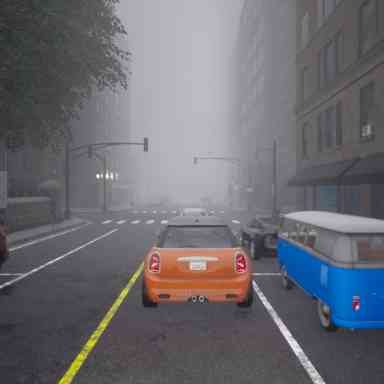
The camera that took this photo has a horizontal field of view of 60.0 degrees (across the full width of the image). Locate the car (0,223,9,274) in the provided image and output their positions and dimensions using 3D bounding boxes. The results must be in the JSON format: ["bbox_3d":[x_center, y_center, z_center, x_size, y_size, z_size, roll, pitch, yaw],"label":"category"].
[{"bbox_3d":[-5.669,1.314,6.519,2.192,1.841,5.009,0,0,0],"label":"car"}]

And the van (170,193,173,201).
[{"bbox_3d":[-5.671,1.311,72.011,1.690,1.788,3.998,0,0,0],"label":"van"}]

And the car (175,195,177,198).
[{"bbox_3d":[-5.672,1.289,82.913,2.192,1.841,5.009,0,0,0],"label":"car"}]

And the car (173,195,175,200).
[{"bbox_3d":[-5.671,1.522,77.462,2.008,1.369,4.403,0,0,0],"label":"car"}]

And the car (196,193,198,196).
[{"bbox_3d":[2.853,1.506,94.009,1.752,1.417,4.829,0,0,0],"label":"car"}]

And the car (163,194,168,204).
[{"bbox_3d":[-5.670,1.521,55.658,2.008,1.369,4.403,0,0,0],"label":"car"}]

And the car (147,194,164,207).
[{"bbox_3d":[-5.670,1.497,50.038,1.752,1.417,4.829,0,0,0],"label":"car"}]

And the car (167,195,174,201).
[{"bbox_3d":[-5.671,1.502,88.193,1.752,1.417,4.829,0,0,0],"label":"car"}]

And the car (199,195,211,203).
[{"bbox_3d":[2.854,1.409,66.596,1.967,1.590,4.097,0,0,0],"label":"car"}]

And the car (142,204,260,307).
[{"bbox_3d":[0.102,1.351,8.113,2.097,1.767,4.553,0,0,0],"label":"car"}]

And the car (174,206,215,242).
[{"bbox_3d":[0.101,1.520,17.114,1.812,1.442,4.674,0,0,0],"label":"car"}]

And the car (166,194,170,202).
[{"bbox_3d":[-5.670,1.514,61.109,1.887,1.381,4.507,0,0,0],"label":"car"}]

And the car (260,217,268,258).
[{"bbox_3d":[2.856,1.563,12.220,1.947,1.339,4.313,0,0,0],"label":"car"}]

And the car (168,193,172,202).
[{"bbox_3d":[-5.671,1.514,66.560,1.887,1.381,4.507,0,0,0],"label":"car"}]

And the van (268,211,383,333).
[{"bbox_3d":[2.856,1.340,6.559,1.690,1.788,3.998,0,0,0],"label":"van"}]
